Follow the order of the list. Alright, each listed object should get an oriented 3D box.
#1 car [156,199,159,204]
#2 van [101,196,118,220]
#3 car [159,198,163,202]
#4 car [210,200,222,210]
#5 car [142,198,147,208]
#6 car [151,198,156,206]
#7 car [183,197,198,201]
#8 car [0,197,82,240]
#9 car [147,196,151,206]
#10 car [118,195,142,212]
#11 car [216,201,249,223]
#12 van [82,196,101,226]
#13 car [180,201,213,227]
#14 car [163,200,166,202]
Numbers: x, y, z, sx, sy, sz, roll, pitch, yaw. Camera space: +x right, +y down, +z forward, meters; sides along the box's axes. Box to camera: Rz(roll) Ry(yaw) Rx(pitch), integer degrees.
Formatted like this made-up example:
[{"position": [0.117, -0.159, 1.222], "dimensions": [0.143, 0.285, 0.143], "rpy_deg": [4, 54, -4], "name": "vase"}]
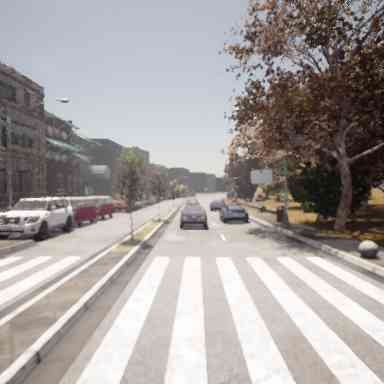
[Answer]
[{"position": [-7.872, 1.631, 62.124], "dimensions": [2.002, 1.452, 4.674], "rpy_deg": [0, 0, 0], "name": "car"}, {"position": [-8.074, 1.351, 28.727], "dimensions": [1.878, 1.987, 4.442], "rpy_deg": [0, 0, 0], "name": "van"}, {"position": [-7.838, 1.585, 67.674], "dimensions": [2.231, 1.521, 4.892], "rpy_deg": [0, 0, 0], "name": "car"}, {"position": [3.271, 1.676, 42.251], "dimensions": [1.994, 1.385, 4.181], "rpy_deg": [0, 0, 0], "name": "car"}, {"position": [-7.973, 1.627, 45.452], "dimensions": [2.163, 1.488, 4.792], "rpy_deg": [0, 0, 0], "name": "car"}, {"position": [-7.905, 1.625, 56.547], "dimensions": [2.163, 1.488, 4.792], "rpy_deg": [0, 0, 0], "name": "car"}, {"position": [0.122, 1.659, 41.560], "dimensions": [2.033, 1.411, 5.357], "rpy_deg": [0, 0, 0], "name": "car"}, {"position": [-8.140, 1.297, 17.722], "dimensions": [2.435, 2.045, 5.566], "rpy_deg": [0, 0, 0], "name": "car"}, {"position": [-7.940, 1.638, 51.031], "dimensions": [2.002, 1.452, 4.674], "rpy_deg": [0, 0, 0], "name": "car"}, {"position": [-8.007, 1.342, 39.907], "dimensions": [2.435, 2.045, 5.566], "rpy_deg": [0, 0, 0], "name": "car"}, {"position": [3.266, 1.649, 26.438], "dimensions": [1.994, 1.385, 4.181], "rpy_deg": [0, 0, 0], "name": "car"}, {"position": [-8.108, 1.338, 23.180], "dimensions": [1.878, 1.987, 4.442], "rpy_deg": [0, 0, 0], "name": "van"}, {"position": [0.111, 1.625, 23.254], "dimensions": [2.033, 1.411, 5.357], "rpy_deg": [0, 0, 0], "name": "car"}, {"position": [-7.770, 1.562, 78.667], "dimensions": [2.097, 1.535, 5.008], "rpy_deg": [0, 0, 1], "name": "car"}]
